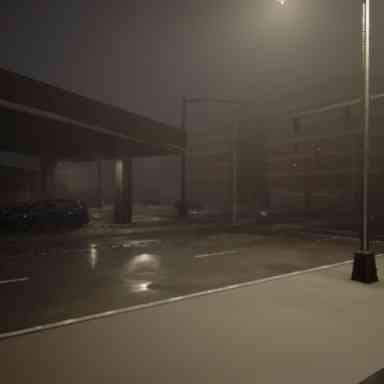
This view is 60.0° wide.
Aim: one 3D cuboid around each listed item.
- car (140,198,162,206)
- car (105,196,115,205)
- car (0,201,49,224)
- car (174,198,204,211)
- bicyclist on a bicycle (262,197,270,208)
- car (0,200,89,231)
[{"bbox_3d":[-7.195,1.688,57.771,1.895,1.301,4.718,1,0,-36],"label":"car"},{"bbox_3d":[-14.710,1.536,62.018,2.128,1.511,4.902,1,0,-36],"label":"car"},{"bbox_3d":[-12.460,1.424,23.793,3.806,1.475,1.970,1,0,-35],"label":"car"},{"bbox_3d":[-0.418,1.576,42.562,1.882,1.535,5.008,1,0,-36],"label":"car"},{"bbox_3d":[10.375,1.488,46.438,1.656,1.620,0.582,0,0,-36],"label":"bicyclist on a bicycle"},{"bbox_3d":[-8.498,1.281,19.563,4.611,1.667,2.242,1,0,-35],"label":"car"}]
